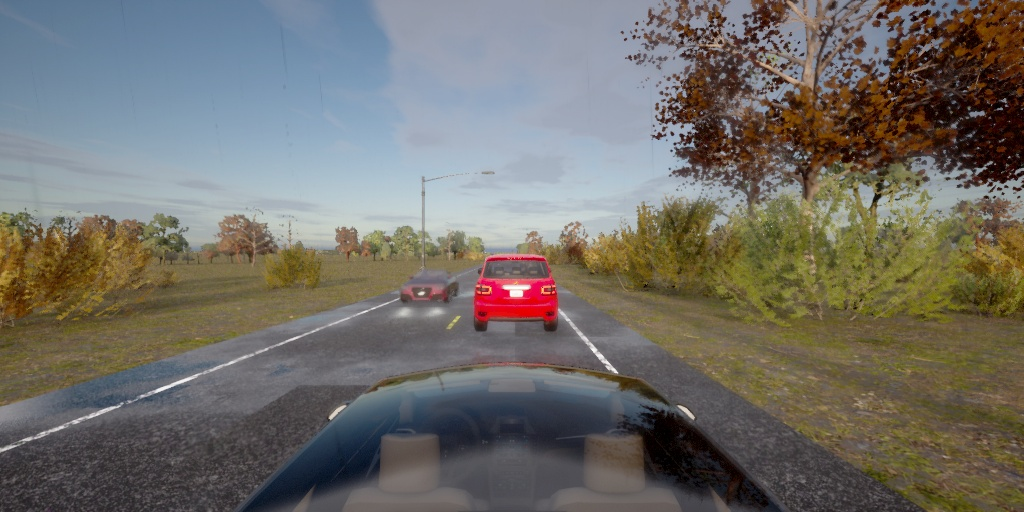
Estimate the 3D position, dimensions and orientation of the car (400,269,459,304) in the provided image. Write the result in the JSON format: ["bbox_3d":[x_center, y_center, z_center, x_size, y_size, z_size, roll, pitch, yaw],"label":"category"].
[{"bbox_3d":[-3.615,1.309,16.328,1.994,1.385,4.181,0,0,0],"label":"car"}]

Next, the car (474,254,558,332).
[{"bbox_3d":[0.093,0.968,11.039,2.150,2.045,5.566,0,0,0],"label":"car"}]

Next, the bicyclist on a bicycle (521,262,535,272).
[{"bbox_3d":[0.945,1.114,18.745,0.659,1.776,1.843,0,0,0],"label":"bicyclist on a bicycle"}]
